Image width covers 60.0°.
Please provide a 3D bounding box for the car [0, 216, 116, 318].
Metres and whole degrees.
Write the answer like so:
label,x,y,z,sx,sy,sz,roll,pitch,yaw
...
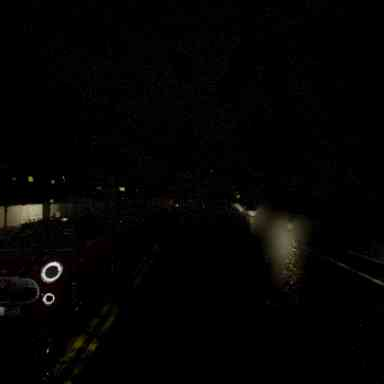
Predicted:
label,x,y,z,sx,sy,sz,roll,pitch,yaw
car,-3.302,1.460,7.902,2.097,1.767,4.553,0,-1,1
